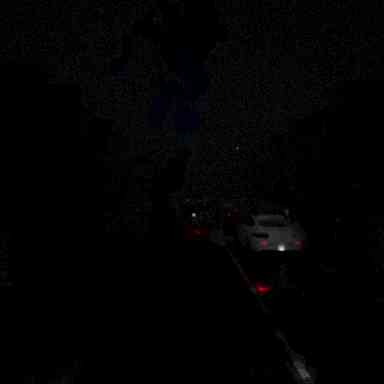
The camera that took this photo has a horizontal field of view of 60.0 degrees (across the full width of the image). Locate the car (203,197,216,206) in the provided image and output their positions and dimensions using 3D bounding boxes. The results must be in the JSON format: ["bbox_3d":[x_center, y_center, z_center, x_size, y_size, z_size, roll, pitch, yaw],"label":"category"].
[{"bbox_3d":[2.791,1.510,53.591,1.887,1.381,4.507,-1,0,0],"label":"car"}]

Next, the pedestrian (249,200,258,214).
[{"bbox_3d":[2.795,1.273,15.458,0.375,1.860,0.375,-1,1,0],"label":"pedestrian"}]

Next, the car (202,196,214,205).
[{"bbox_3d":[2.808,1.520,58.997,2.008,1.369,4.403,-1,0,0],"label":"car"}]

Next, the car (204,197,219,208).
[{"bbox_3d":[2.774,1.513,48.185,2.008,1.369,4.403,-1,0,0],"label":"car"}]

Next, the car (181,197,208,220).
[{"bbox_3d":[0.151,1.472,27.741,1.837,1.490,4.892,0,0,0],"label":"car"}]

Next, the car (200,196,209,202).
[{"bbox_3d":[2.858,1.532,75.217,1.887,1.381,4.507,-1,0,0],"label":"car"}]

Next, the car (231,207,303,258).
[{"bbox_3d":[2.786,1.509,12.633,1.812,1.442,4.674,0,0,0],"label":"car"}]

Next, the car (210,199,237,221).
[{"bbox_3d":[2.707,1.512,26.559,1.887,1.381,4.507,-1,0,0],"label":"car"}]

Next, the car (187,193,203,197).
[{"bbox_3d":[0.215,1.180,44.550,2.150,2.045,5.566,0,0,0],"label":"car"}]

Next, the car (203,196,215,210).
[{"bbox_3d":[2.757,1.528,42.778,1.947,1.339,4.313,-1,0,0],"label":"car"}]
